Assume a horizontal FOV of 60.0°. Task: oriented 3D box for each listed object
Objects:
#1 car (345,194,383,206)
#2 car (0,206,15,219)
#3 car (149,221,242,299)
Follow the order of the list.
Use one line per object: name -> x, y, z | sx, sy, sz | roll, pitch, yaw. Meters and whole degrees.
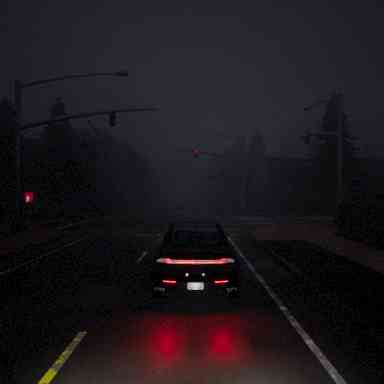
car -> 15.881, 1.201, 28.964 | 5.566, 2.045, 2.150 | 0, 0, -8
car -> -16.924, 1.615, 26.800 | 4.718, 1.301, 1.895 | 0, 0, -2
car -> 0.084, 1.491, 8.444 | 2.128, 1.511, 4.902 | 0, 0, 0
